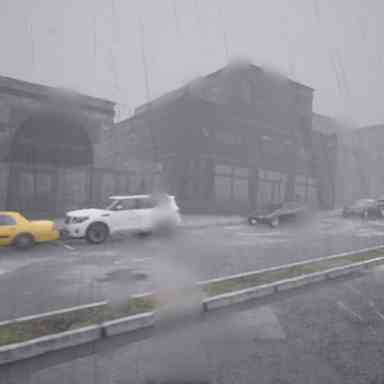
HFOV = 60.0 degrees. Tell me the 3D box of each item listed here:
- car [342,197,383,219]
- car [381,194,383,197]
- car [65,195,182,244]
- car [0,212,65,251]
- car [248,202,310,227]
[{"bbox_3d":[14.839,1.414,28.649,4.892,1.521,2.231,0,0,-36],"label":"car"},{"bbox_3d":[19.293,1.161,31.859,5.566,2.045,2.435,0,0,-36],"label":"car"},{"bbox_3d":[-3.120,1.165,15.711,5.566,2.045,2.435,0,0,-36],"label":"car"},{"bbox_3d":[-7.835,1.414,12.318,5.366,1.575,1.946,0,0,-36],"label":"car"},{"bbox_3d":[5.839,1.444,22.172,4.792,1.488,2.163,0,0,-36],"label":"car"}]
